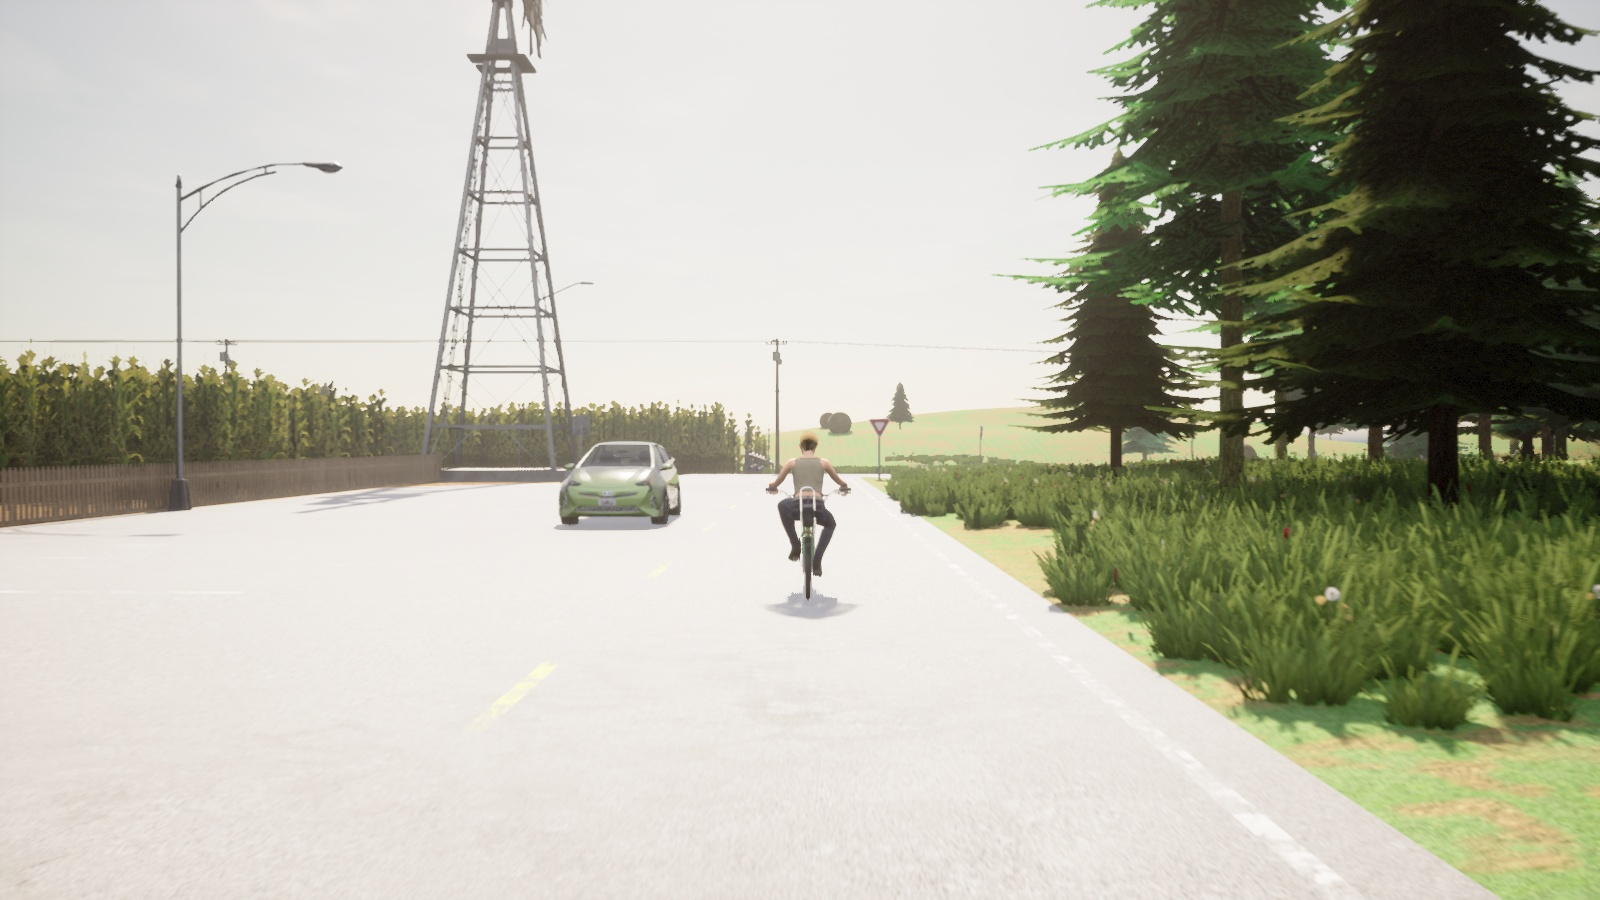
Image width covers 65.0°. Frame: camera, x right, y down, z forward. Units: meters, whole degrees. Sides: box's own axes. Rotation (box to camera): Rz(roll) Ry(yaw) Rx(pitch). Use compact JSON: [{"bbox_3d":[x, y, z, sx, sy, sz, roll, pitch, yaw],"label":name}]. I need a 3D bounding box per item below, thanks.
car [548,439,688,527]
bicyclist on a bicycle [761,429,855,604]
[{"bbox_3d":[-3.348,0.552,23.965,2.007,1.525,4.514,0,0,0],"label":"car"},{"bbox_3d":[0.081,0.612,12.368,0.866,1.612,1.509,0,0,1],"label":"bicyclist on a bicycle"}]
